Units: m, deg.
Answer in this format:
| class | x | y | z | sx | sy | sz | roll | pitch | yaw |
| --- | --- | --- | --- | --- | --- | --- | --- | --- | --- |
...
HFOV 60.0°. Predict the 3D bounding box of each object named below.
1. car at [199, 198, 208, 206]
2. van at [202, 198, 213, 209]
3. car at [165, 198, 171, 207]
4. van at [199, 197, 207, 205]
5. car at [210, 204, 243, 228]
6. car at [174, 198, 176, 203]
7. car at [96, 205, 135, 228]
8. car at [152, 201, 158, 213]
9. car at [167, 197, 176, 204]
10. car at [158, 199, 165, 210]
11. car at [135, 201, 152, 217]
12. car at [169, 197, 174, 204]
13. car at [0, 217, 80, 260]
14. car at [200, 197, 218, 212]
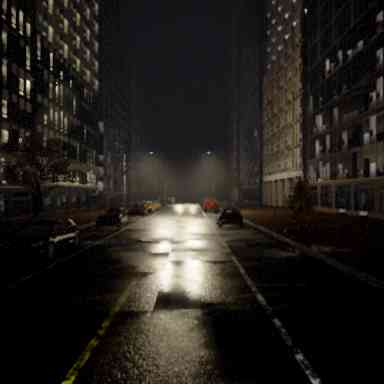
| class | x | y | z | sx | sy | sz | roll | pitch | yaw |
| --- | --- | --- | --- | --- | --- | --- | --- | --- | --- |
| car | 2.638 | 2.205 | 75.434 | 1.967 | 1.590 | 4.097 | -1 | -1 | 0 |
| van | 2.648 | 1.935 | 58.385 | 1.690 | 1.788 | 3.998 | -1 | -1 | 0 |
| car | -5.734 | 2.224 | 64.061 | 1.947 | 1.339 | 4.313 | -1 | -1 | 0 |
| van | 2.634 | 2.163 | 81.118 | 1.690 | 1.788 | 3.998 | -1 | -1 | 0 |
| car | 2.670 | 1.798 | 24.282 | 2.008 | 1.369 | 4.403 | -1 | -1 | 0 |
| car | -5.748 | 2.326 | 86.796 | 1.967 | 1.590 | 4.097 | -1 | -1 | 0 |
| car | -5.711 | 1.805 | 24.277 | 2.008 | 1.369 | 4.403 | -1 | -1 | 0 |
| car | -5.722 | 1.868 | 41.329 | 1.967 | 1.590 | 4.097 | -1 | -1 | 0 |
| car | -5.753 | 2.257 | 92.481 | 2.192 | 1.841 | 5.009 | -1 | -1 | 0 |
| car | -5.727 | 2.067 | 52.525 | 1.752 | 1.417 | 4.829 | -1 | -1 | 0 |
| car | -5.717 | 1.952 | 35.644 | 1.802 | 1.307 | 4.206 | -1 | -1 | 0 |
| car | -5.741 | 2.323 | 75.428 | 2.008 | 1.369 | 4.403 | -1 | -1 | 0 |
| car | -5.705 | 1.689 | 12.911 | 2.008 | 1.369 | 4.403 | -1 | -1 | 0 |
| car | 2.654 | 1.794 | 47.019 | 2.192 | 1.841 | 5.009 | -1 | -1 | 0 |
